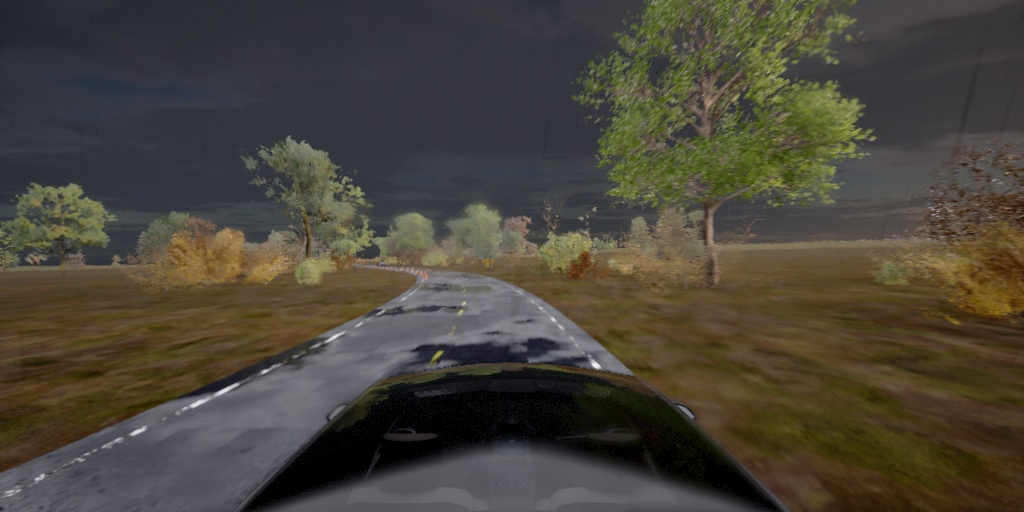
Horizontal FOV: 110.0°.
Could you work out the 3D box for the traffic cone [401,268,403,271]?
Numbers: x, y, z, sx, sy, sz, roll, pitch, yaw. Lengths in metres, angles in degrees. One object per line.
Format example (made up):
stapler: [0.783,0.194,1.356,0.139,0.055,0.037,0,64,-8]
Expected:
traffic cone: [-18.914,2.236,61.572,0.340,0.580,0.340,0,0,-28]

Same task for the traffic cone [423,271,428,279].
traffic cone: [-8.190,1.936,34.315,0.340,0.580,0.340,0,0,-15]

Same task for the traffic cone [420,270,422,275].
traffic cone: [-9.524,1.975,39.023,0.340,0.580,0.340,0,0,-17]

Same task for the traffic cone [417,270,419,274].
traffic cone: [-11.043,2.018,43.674,0.340,0.580,0.340,0,0,-19]
